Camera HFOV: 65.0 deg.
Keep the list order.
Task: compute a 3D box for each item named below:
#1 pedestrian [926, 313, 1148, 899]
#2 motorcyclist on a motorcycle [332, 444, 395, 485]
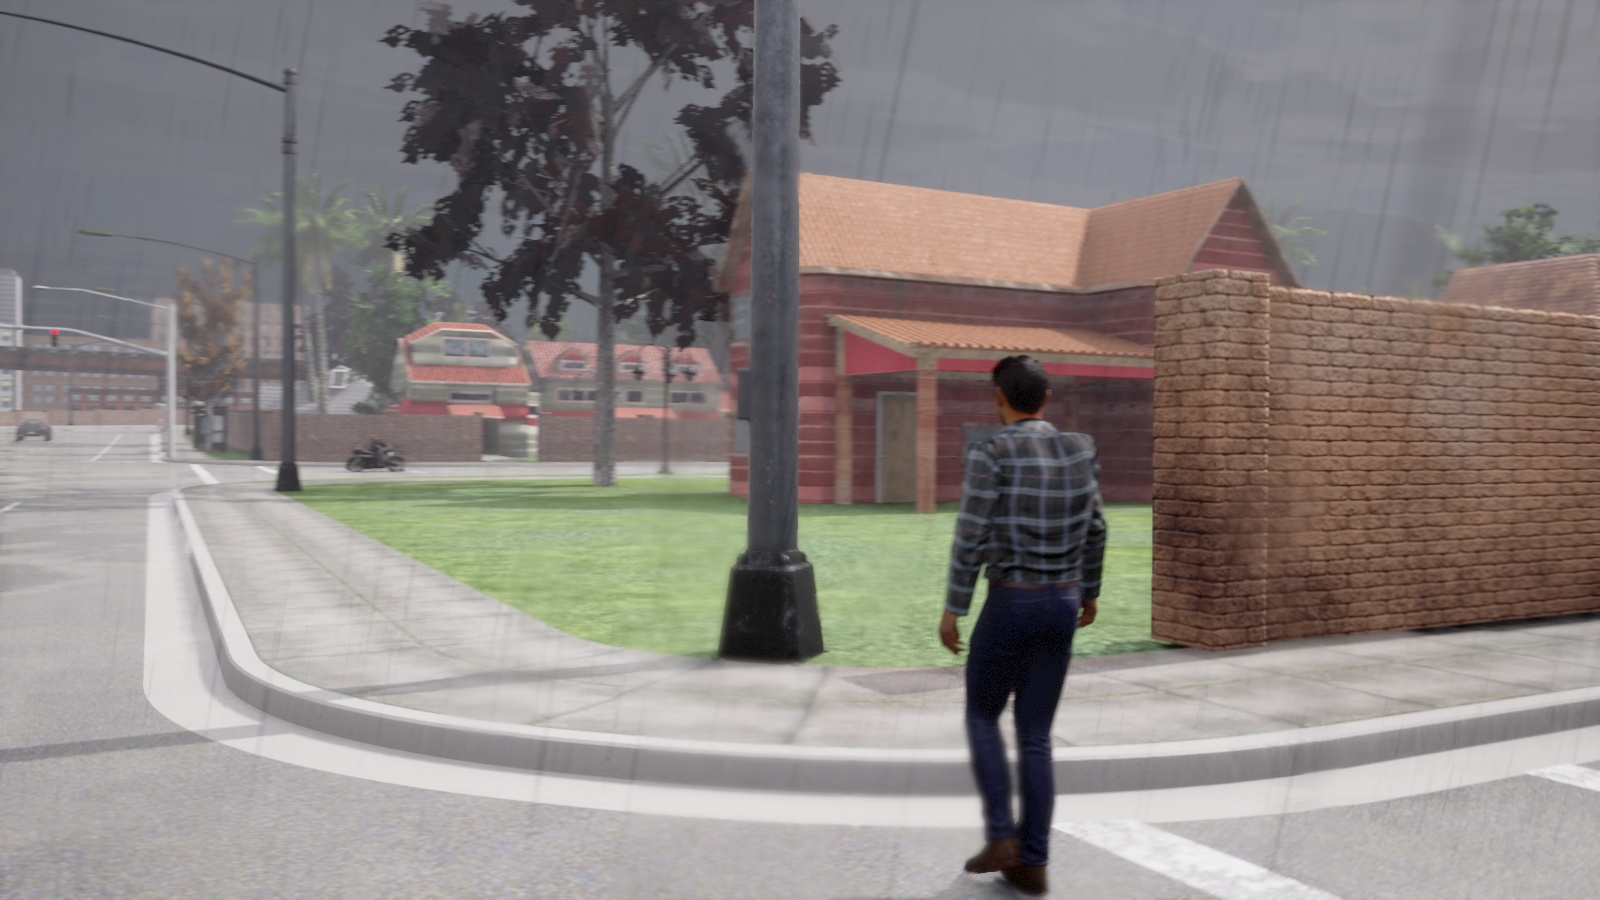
[{"bbox_3d":[0.792,0.544,4.343,0.423,1.949,0.788,-1,1,-16],"label":"pedestrian"},{"bbox_3d":[-17.233,0.557,49.570,2.191,1.530,0.866,-1,1,-29],"label":"motorcyclist on a motorcycle"}]
